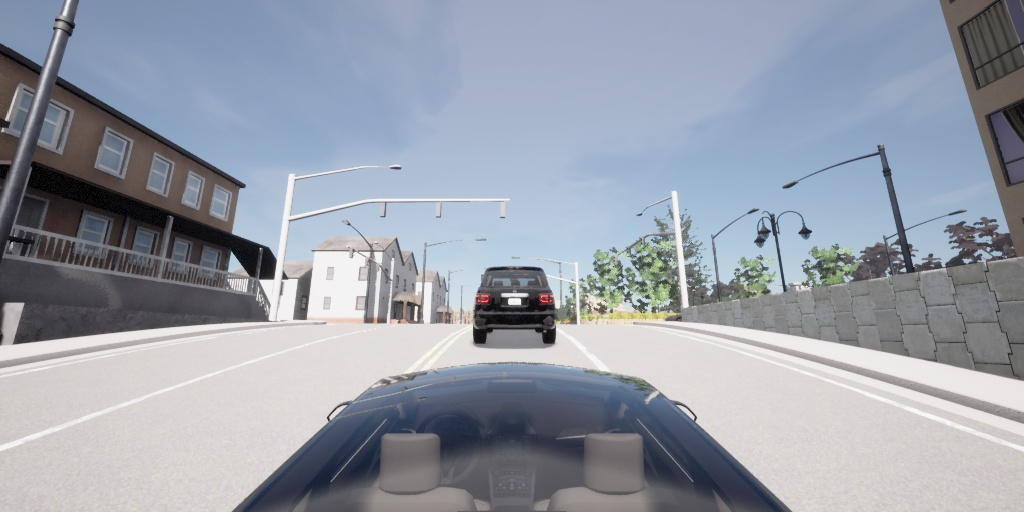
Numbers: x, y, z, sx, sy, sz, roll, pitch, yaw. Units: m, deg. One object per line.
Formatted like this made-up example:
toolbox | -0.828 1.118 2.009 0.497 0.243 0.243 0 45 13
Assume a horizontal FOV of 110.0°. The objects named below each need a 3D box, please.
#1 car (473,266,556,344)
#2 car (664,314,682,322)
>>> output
car | 0.070 1.502 11.183 2.150 2.045 5.566 0 -7 0
car | 15.887 5.452 31.715 4.553 1.767 2.097 0 -12 1
